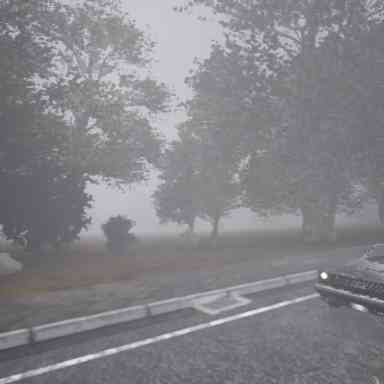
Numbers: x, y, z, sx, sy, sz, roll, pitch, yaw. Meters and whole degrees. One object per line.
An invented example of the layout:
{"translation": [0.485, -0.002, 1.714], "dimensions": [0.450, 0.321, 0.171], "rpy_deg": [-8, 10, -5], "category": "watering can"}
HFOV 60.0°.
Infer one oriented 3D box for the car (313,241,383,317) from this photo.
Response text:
{"translation": [4.689, 1.728, 7.037], "dimensions": [4.718, 1.301, 1.895], "rpy_deg": [1, -1, -36], "category": "car"}
